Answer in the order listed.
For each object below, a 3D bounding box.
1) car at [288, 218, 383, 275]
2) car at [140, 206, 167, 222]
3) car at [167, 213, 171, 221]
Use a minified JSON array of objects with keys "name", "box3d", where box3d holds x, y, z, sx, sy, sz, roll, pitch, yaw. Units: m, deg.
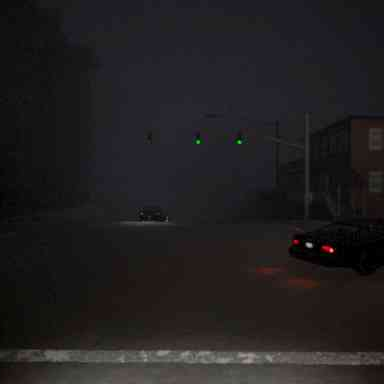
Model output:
[{"name":"car","box3d":[5.573,1.515,10.144,5.357,1.411,2.033,0,0,-22]},{"name":"car","box3d":[-3.596,1.998,30.470,1.812,1.442,4.674,0,-4,0]},{"name":"car","box3d":[-3.595,3.138,39.590,2.097,1.767,4.553,0,-11,0]}]
